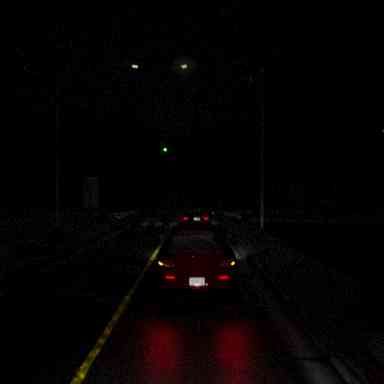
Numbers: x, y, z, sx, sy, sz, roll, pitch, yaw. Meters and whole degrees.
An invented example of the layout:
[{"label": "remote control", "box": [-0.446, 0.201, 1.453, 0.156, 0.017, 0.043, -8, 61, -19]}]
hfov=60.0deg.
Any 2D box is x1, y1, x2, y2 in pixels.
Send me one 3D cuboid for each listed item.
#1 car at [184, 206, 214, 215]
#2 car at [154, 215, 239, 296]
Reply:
[{"label": "car", "box": [0.428, 1.657, 22.346, 2.033, 1.411, 5.357, 0, 0, 5]}, {"label": "car", "box": [0.099, 1.560, 8.645, 1.812, 1.442, 4.674, 0, 0, 0]}]
